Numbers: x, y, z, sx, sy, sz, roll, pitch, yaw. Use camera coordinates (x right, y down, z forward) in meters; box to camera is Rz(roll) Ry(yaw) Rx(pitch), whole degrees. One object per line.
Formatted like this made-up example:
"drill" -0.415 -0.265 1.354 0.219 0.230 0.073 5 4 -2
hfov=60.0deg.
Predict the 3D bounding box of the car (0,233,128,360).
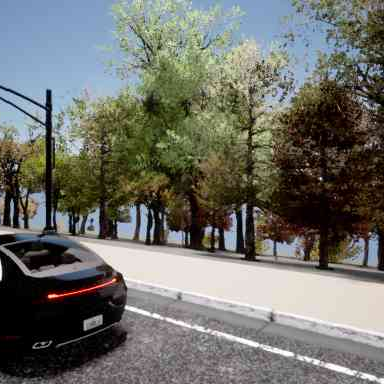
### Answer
"car" -3.236 1.504 5.954 4.892 1.490 1.837 0 0 38
